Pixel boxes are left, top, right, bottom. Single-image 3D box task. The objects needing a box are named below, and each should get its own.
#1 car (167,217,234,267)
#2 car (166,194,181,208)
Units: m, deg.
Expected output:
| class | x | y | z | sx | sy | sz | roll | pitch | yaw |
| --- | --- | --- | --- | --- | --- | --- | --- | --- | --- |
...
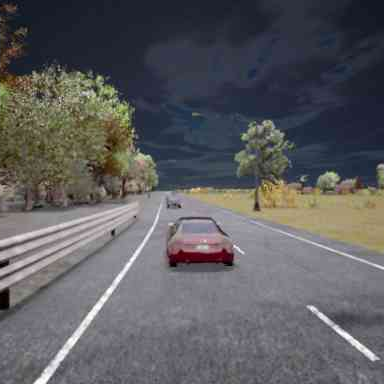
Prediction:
| class | x | y | z | sx | sy | sz | roll | pitch | yaw |
| --- | --- | --- | --- | --- | --- | --- | --- | --- | --- |
| car | 0.145 | 1.526 | 11.359 | 1.994 | 1.385 | 4.181 | 0 | 0 | -4 |
| car | -2.491 | 1.378 | 45.124 | 2.033 | 1.411 | 5.357 | 0 | 0 | -4 |
